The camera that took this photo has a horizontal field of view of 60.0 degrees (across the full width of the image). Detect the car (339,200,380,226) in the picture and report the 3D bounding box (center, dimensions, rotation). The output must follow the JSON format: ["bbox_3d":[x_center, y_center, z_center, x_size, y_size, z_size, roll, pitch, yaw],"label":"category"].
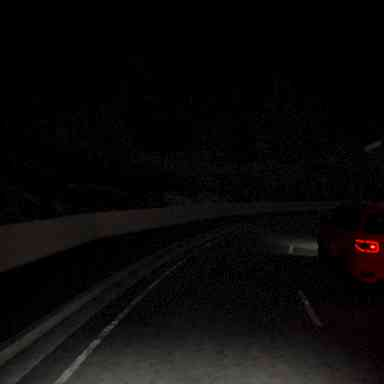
[{"bbox_3d":[13.493,1.594,26.630,2.097,1.767,4.553,0,0,37],"label":"car"}]

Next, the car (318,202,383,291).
[{"bbox_3d":[4.944,1.307,9.145,2.150,2.045,5.566,0,0,13],"label":"car"}]
